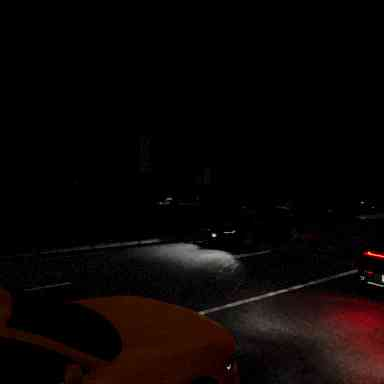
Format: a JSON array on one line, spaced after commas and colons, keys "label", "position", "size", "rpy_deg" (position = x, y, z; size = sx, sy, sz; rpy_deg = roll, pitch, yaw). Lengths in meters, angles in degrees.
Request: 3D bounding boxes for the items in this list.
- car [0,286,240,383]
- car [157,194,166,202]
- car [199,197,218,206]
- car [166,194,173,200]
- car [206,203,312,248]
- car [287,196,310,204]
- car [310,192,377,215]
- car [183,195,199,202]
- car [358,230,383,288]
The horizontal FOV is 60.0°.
[{"label": "car", "position": [-1.837, 1.478, 2.419], "size": [5.008, 1.535, 1.882], "rpy_deg": [0, 0, -36]}, {"label": "car", "position": [-7.792, 1.372, 65.519], "size": [1.895, 1.301, 4.718], "rpy_deg": [-1, 0, -38]}, {"label": "car", "position": [3.853, 1.339, 45.308], "size": [2.033, 1.411, 5.357], "rpy_deg": [-1, 0, -39]}, {"label": "car", "position": [-6.220, 1.238, 74.781], "size": [2.128, 1.511, 4.902], "rpy_deg": [-1, 0, -38]}, {"label": "car", "position": [2.860, 1.458, 14.607], "size": [4.892, 1.490, 1.837], "rpy_deg": [-1, 0, -35]}, {"label": "car", "position": [13.522, 1.260, 38.881], "size": [1.837, 1.490, 4.892], "rpy_deg": [-1, 1, -39]}, {"label": "car", "position": [14.349, 1.009, 31.348], "size": [2.150, 2.045, 5.566], "rpy_deg": [0, 0, -31]}, {"label": "car", "position": [0.129, 1.309, 67.003], "size": [1.895, 1.301, 4.718], "rpy_deg": [-1, 0, -39]}, {"label": "car", "position": [5.869, 1.468, 7.951], "size": [4.892, 1.490, 1.837], "rpy_deg": [0, 0, -36]}]
